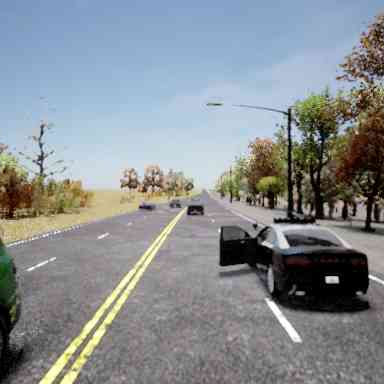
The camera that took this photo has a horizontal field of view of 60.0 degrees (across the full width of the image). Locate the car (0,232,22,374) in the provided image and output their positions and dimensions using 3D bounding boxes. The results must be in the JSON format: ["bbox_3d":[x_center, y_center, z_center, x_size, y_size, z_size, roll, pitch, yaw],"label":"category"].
[{"bbox_3d":[-3.333,1.240,2.201,2.150,2.045,5.566,0,0,0],"label":"car"}]

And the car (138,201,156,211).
[{"bbox_3d":[-6.123,1.923,45.663,1.895,1.301,4.718,0,0,1],"label":"car"}]

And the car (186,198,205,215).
[{"bbox_3d":[0.404,1.776,37.691,1.837,1.490,4.892,0,-1,1],"label":"car"}]

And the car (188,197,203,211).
[{"bbox_3d":[0.547,1.686,47.537,2.097,1.767,4.553,0,0,2],"label":"car"}]

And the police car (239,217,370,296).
[{"bbox_3d":[2.691,1.495,8.949,1.930,1.638,5.238,0,0,0],"label":"police car"}]

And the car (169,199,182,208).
[{"bbox_3d":[-2.656,1.880,54.416,1.837,1.490,4.892,0,0,2],"label":"car"}]
